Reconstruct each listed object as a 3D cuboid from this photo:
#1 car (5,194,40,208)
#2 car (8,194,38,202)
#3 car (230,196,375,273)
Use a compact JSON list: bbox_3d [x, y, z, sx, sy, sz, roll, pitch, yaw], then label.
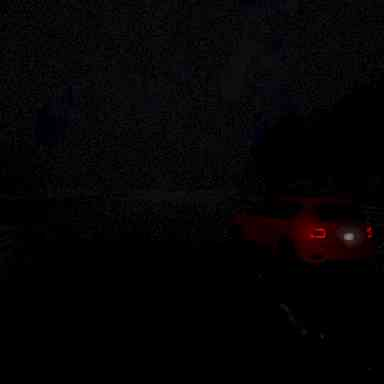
[{"bbox_3d":[-21.009,1.084,41.423,1.837,1.490,4.892,0,0,0],"label":"car"},{"bbox_3d":[-17.568,1.262,34.352,2.033,1.411,5.357,0,0,0],"label":"car"},{"bbox_3d":[3.103,1.136,10.651,2.150,2.045,5.566,1,0,-15],"label":"car"}]
